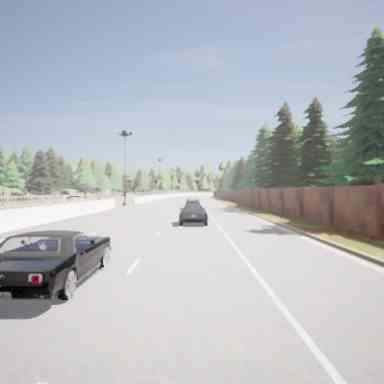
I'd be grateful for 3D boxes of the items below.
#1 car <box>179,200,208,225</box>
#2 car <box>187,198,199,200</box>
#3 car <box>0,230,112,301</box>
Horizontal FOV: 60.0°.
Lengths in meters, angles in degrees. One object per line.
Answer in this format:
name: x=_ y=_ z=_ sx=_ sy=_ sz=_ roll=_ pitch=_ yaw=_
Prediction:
car: x=0.099 y=1.526 z=23.675 sx=1.994 sy=1.385 sz=4.181 roll=0 pitch=0 yaw=0
car: x=0.096 y=1.425 z=41.509 sx=2.128 sy=1.511 sz=4.902 roll=0 pitch=0 yaw=0
car: x=-3.401 y=1.588 z=8.236 sx=1.895 sy=1.301 sz=4.718 roll=0 pitch=0 yaw=0
